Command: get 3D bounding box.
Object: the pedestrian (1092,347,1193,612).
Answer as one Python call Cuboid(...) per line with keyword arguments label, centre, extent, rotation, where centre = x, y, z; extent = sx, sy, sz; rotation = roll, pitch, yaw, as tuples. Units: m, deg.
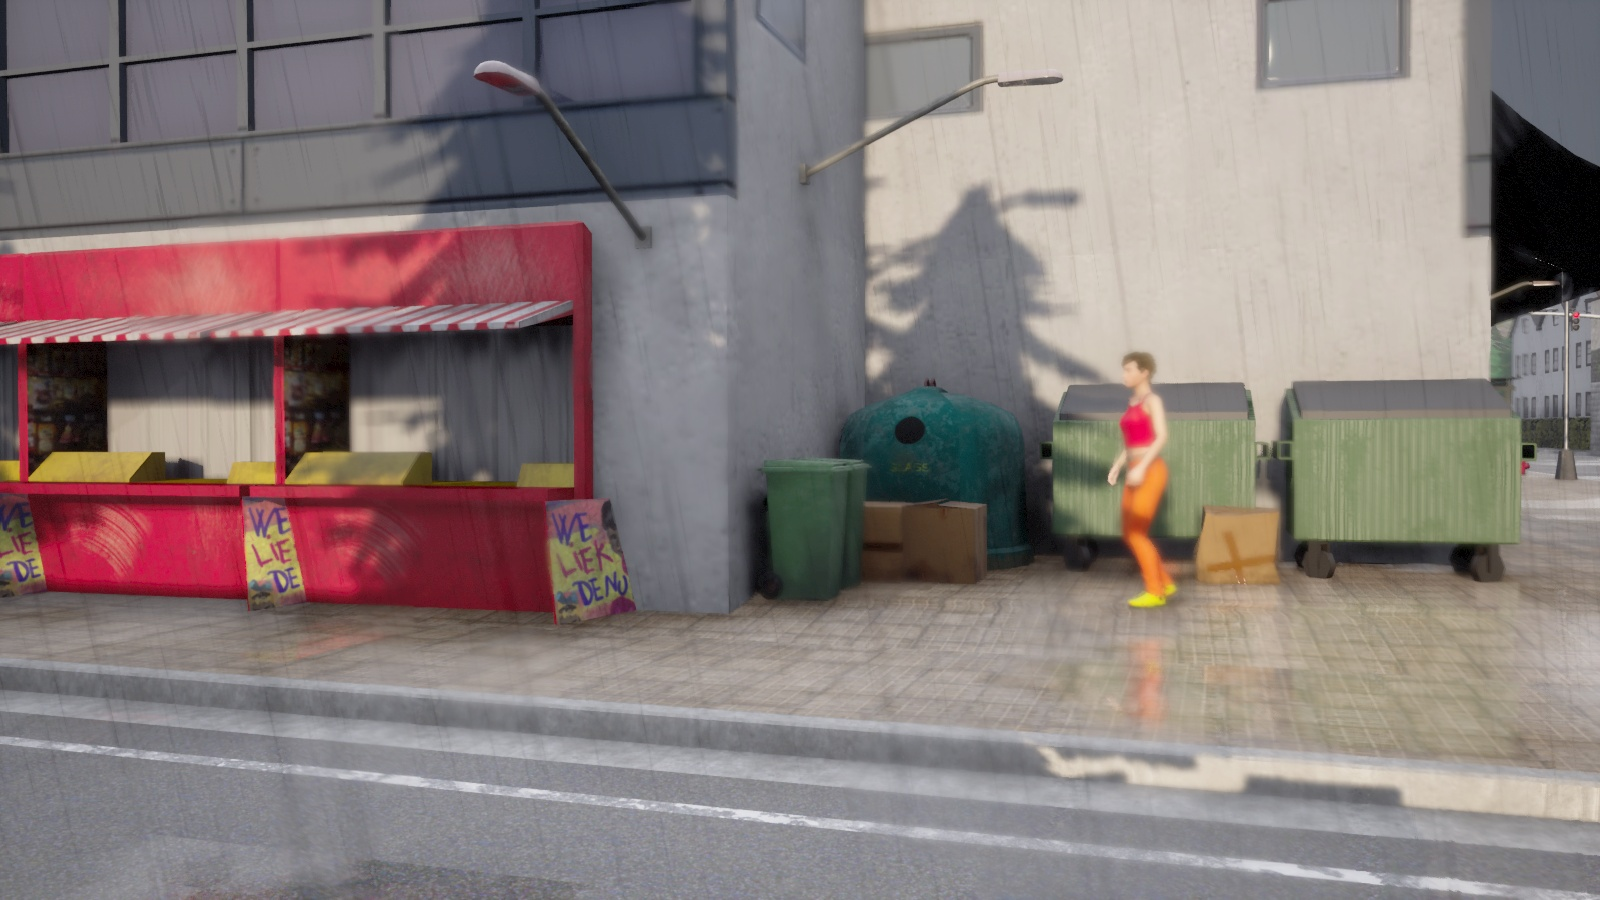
Cuboid(label="pedestrian", centre=(2.424, 0.205, 8.912), extent=(0.594, 1.836, 0.345), rotation=(0, 1, -4))
